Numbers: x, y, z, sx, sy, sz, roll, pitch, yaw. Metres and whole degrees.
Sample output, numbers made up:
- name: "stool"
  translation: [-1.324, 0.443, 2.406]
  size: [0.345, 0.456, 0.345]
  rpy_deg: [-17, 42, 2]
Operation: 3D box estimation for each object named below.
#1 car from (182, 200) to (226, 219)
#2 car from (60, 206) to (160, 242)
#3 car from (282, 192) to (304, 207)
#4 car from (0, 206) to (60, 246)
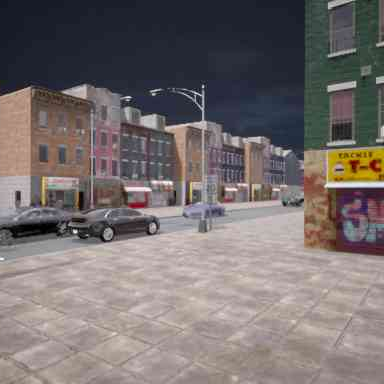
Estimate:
- name: "car"
  translation: [1.101, 1.390, 27.612]
  size: [1.812, 1.442, 4.674]
  rpy_deg: [0, 1, 36]
- name: "car"
  translation: [-3.580, 1.443, 16.193]
  size: [1.837, 1.490, 4.892]
  rpy_deg: [0, 0, 36]
- name: "car"
  translation: [14.300, 0.975, 45.883]
  size: [2.150, 2.045, 5.566]
  rpy_deg: [0, 0, 36]
- name: "car"
  translation: [-7.590, 1.436, 15.191]
  size: [2.128, 1.511, 4.902]
  rpy_deg: [0, 0, 32]
